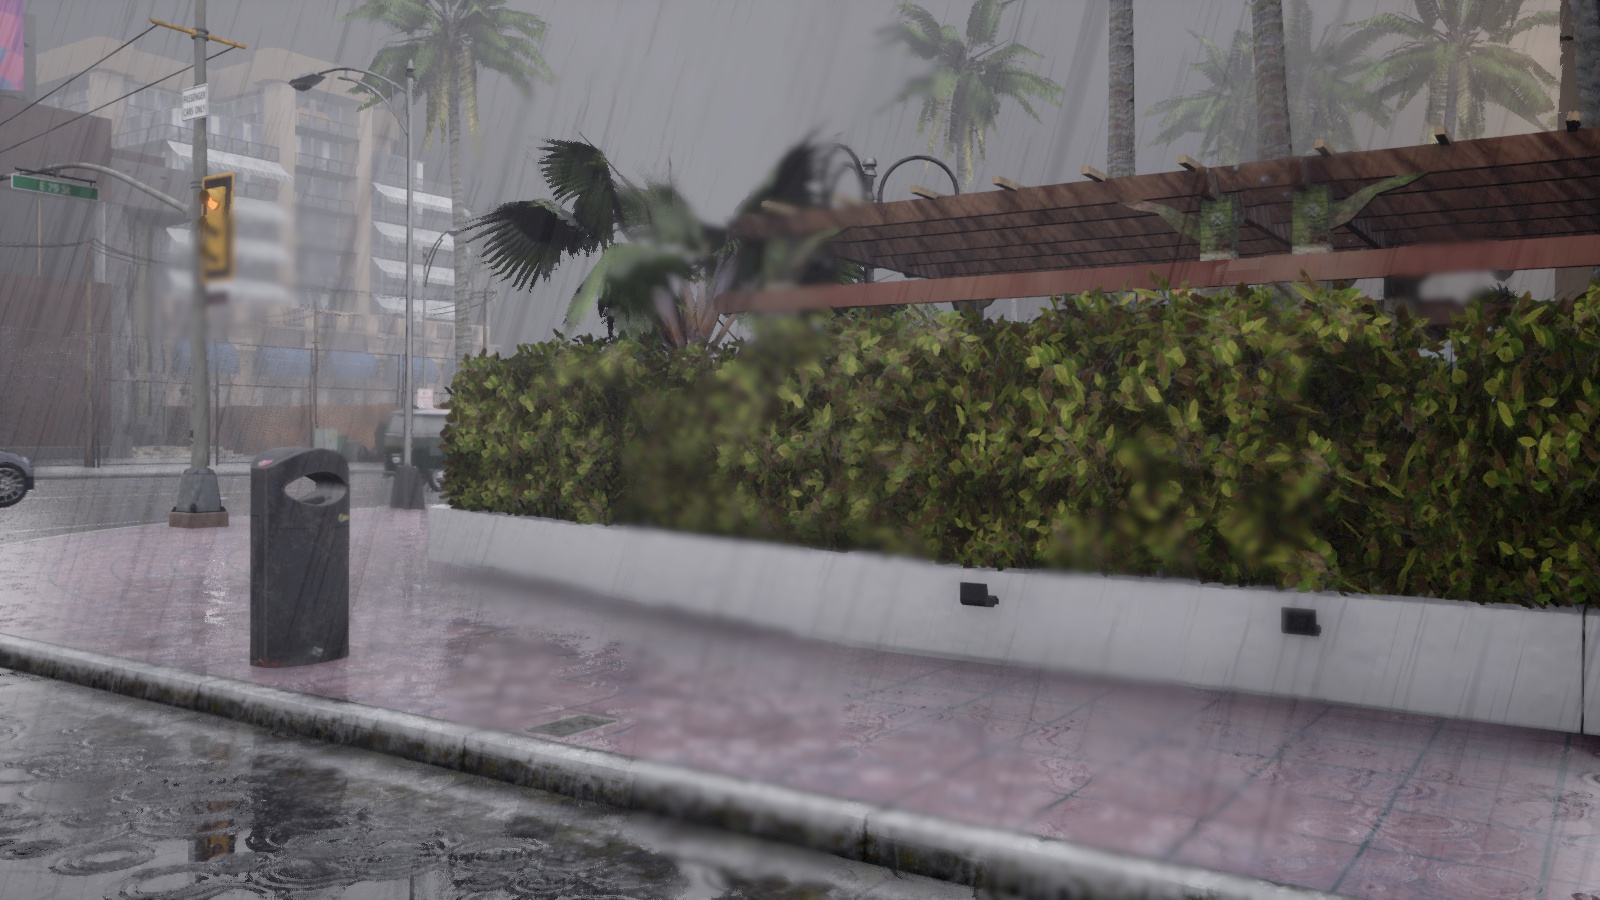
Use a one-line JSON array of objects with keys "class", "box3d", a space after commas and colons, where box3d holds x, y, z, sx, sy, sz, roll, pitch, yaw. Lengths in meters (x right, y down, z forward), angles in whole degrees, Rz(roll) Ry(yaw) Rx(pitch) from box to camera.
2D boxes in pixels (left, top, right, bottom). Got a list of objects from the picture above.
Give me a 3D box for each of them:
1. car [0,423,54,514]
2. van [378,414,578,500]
[{"class": "car", "box3d": [-16.163, 0.358, 21.842, 2.152, 1.651, 5.027, 0, 1, 34]}, {"class": "van", "box3d": [-7.895, 0.131, 31.060, 4.442, 1.987, 1.775, -1, 1, -41]}]
